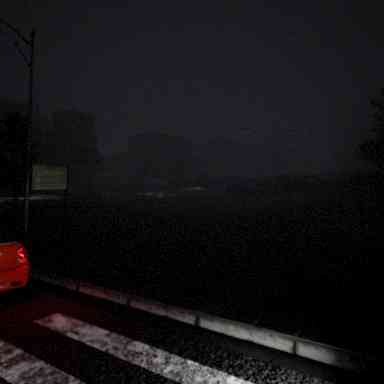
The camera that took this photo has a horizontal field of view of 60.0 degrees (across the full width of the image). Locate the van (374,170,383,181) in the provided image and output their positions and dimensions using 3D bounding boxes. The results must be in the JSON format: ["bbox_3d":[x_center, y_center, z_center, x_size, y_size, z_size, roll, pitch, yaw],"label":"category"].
[{"bbox_3d":[36.981,-3.040,62.858,4.442,1.987,1.878,4,7,30],"label":"van"}]

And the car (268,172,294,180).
[{"bbox_3d":[19.062,-3.517,71.262,4.892,1.521,2.231,2,6,30],"label":"car"}]

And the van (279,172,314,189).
[{"bbox_3d":[13.382,-1.155,44.210,4.442,1.987,1.878,4,7,32],"label":"van"}]

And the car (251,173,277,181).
[{"bbox_3d":[14.575,-3.112,67.512,4.792,1.488,2.163,2,5,30],"label":"car"}]

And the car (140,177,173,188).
[{"bbox_3d":[-5.737,-1.401,50.559,4.674,1.452,2.002,2,5,30],"label":"car"}]

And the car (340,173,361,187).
[{"bbox_3d":[22.913,-1.674,51.585,4.892,1.521,2.231,4,7,31],"label":"car"}]

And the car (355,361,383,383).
[{"bbox_3d":[3.133,1.523,1.227,4.674,1.442,1.812,0,0,36],"label":"car"}]

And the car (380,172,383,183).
[{"bbox_3d":[29.941,-2.246,57.240,4.892,1.521,2.231,4,7,30],"label":"car"}]

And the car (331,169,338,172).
[{"bbox_3d":[32.626,-4.602,82.438,5.008,1.535,2.097,2,5,31],"label":"car"}]

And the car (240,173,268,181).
[{"bbox_3d":[12.291,-2.955,65.658,5.008,1.535,2.097,2,5,30],"label":"car"}]

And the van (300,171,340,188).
[{"bbox_3d":[18.302,-1.518,47.794,4.442,1.987,1.878,4,7,32],"label":"van"}]

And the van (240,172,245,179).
[{"bbox_3d":[7.688,-2.807,61.939,4.442,1.987,1.878,2,6,30],"label":"van"}]

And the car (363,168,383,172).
[{"bbox_3d":[32.290,-2.687,59.097,5.566,2.045,2.435,4,7,30],"label":"car"}]

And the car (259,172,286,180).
[{"bbox_3d":[16.799,-3.331,69.403,5.008,1.535,2.097,2,5,30],"label":"car"}]

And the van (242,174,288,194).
[{"bbox_3d":[8.870,-0.769,40.404,4.442,1.987,1.878,4,7,32],"label":"van"}]

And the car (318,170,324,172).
[{"bbox_3d":[28.097,-4.219,78.734,4.674,1.452,2.002,2,5,30],"label":"car"}]

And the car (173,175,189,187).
[{"bbox_3d":[-3.457,-1.601,52.439,4.792,1.488,2.163,2,5,30],"label":"car"}]

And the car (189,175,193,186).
[{"bbox_3d":[-1.206,-1.945,54.314,4.553,1.767,2.185,2,6,30],"label":"car"}]

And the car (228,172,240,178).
[{"bbox_3d":[5.536,-2.390,60.022,5.008,1.535,2.097,2,5,30],"label":"car"}]

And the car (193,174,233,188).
[{"bbox_3d":[3.235,-1.482,51.269,5.357,1.411,2.033,-4,7,-37],"label":"car"}]

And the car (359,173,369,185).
[{"bbox_3d":[25.281,-1.835,53.454,4.792,1.488,2.163,4,7,31],"label":"car"}]

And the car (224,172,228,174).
[{"bbox_3d":[3.306,-2.324,58.097,4.553,1.767,2.185,2,6,30],"label":"car"}]

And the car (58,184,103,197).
[{"bbox_3d":[-12.733,-0.183,38.049,4.718,1.301,1.895,-3,6,-39],"label":"car"}]

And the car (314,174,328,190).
[{"bbox_3d":[15.817,-1.239,46.029,4.553,1.767,2.185,4,7,32],"label":"car"}]

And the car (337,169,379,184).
[{"bbox_3d":[27.630,-2.304,55.307,5.566,2.045,2.435,4,7,31],"label":"car"}]

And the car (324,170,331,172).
[{"bbox_3d":[30.378,-4.556,80.553,4.553,1.767,2.185,2,6,30],"label":"car"}]

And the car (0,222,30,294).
[{"bbox_3d":[-5.714,1.336,7.582,4.553,1.767,2.097,1,0,36],"label":"car"}]

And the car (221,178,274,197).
[{"bbox_3d":[6.410,-0.364,38.645,5.008,1.535,2.097,4,7,32],"label":"car"}]

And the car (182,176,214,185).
[{"bbox_3d":[1.000,-1.982,56.250,4.792,1.488,2.163,2,6,30],"label":"car"}]

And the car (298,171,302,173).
[{"bbox_3d":[21.319,-3.704,73.125,4.892,1.521,2.231,2,6,30],"label":"car"}]

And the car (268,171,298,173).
[{"bbox_3d":[16.499,-2.740,60.802,5.357,1.411,2.033,-5,7,-40],"label":"car"}]

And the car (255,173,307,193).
[{"bbox_3d":[11.099,-0.989,42.316,5.566,2.045,2.435,4,7,32],"label":"car"}]

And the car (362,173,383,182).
[{"bbox_3d":[34.410,-2.644,61.127,5.366,1.575,1.946,4,7,30],"label":"car"}]
